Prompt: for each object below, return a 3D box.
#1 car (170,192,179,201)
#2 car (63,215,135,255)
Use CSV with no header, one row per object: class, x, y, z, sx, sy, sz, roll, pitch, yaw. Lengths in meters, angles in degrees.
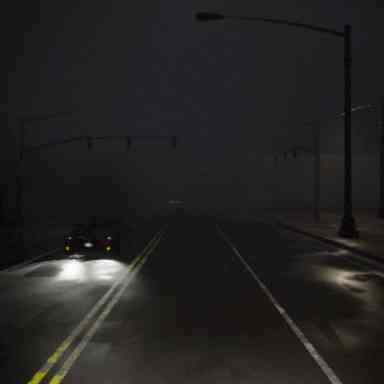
car,-3.522,0.848,68.105,2.033,1.411,5.357,0,7,0
car,-3.580,1.642,13.463,1.994,1.385,4.181,0,0,0
